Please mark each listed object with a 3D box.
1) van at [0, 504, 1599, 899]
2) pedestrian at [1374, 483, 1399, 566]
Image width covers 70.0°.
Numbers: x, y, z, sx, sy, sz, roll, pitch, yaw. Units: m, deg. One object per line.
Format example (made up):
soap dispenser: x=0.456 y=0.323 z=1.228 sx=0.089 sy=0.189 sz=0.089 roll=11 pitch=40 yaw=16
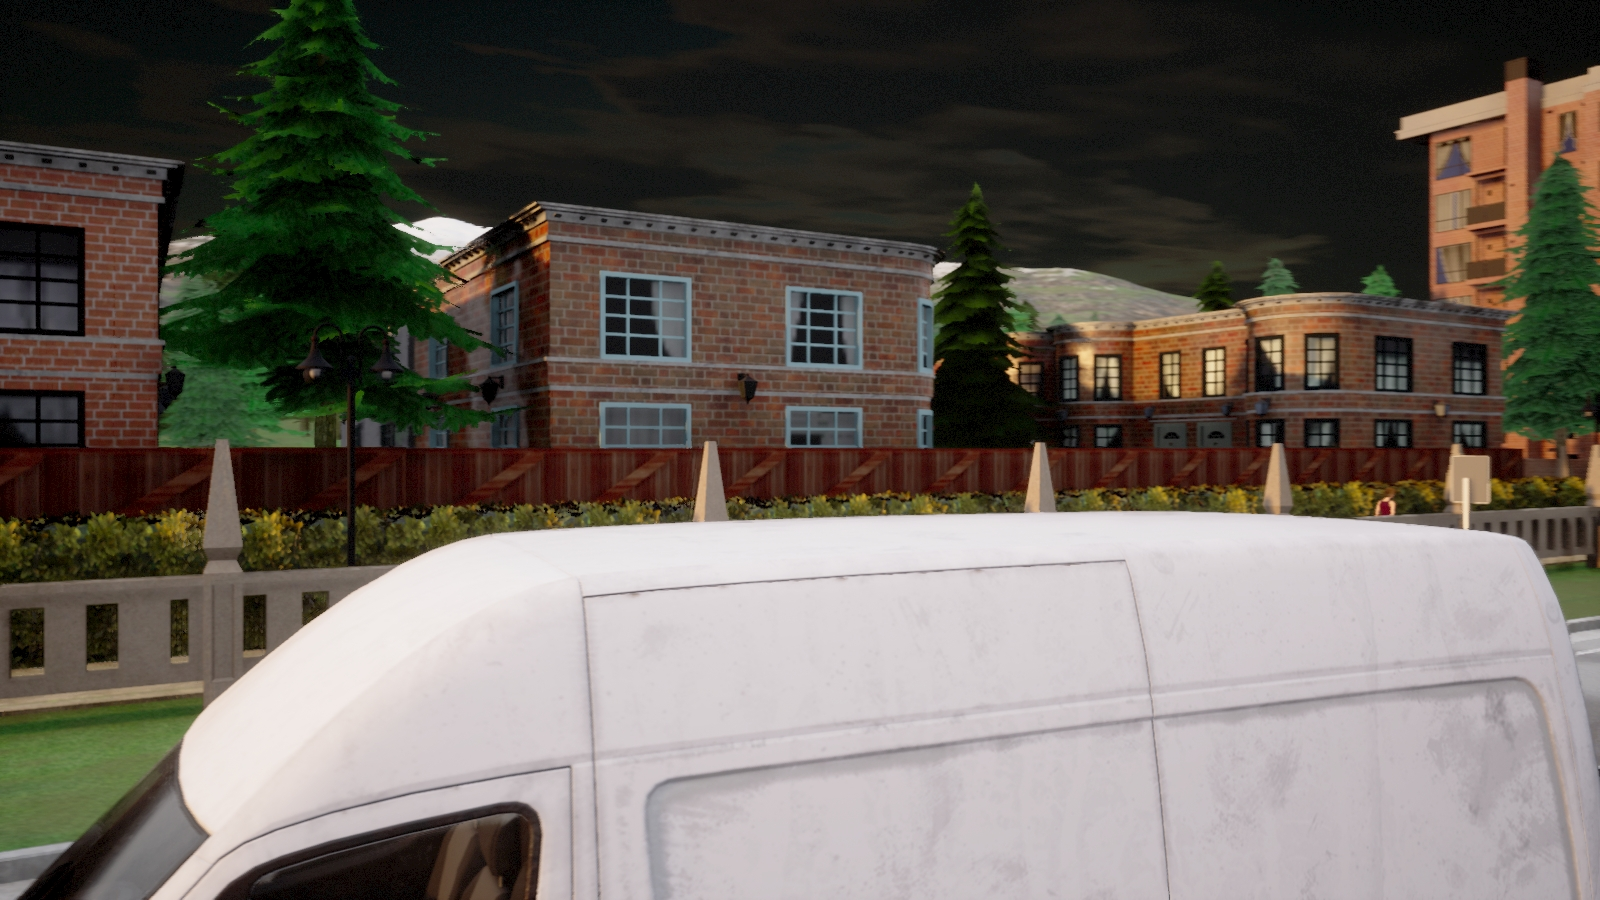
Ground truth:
van: x=-0.301 y=1.537 z=3.481 sx=5.915 sy=2.561 sz=1.988 roll=0 pitch=0 yaw=-23
pedestrian: x=13.435 y=1.704 z=26.174 sx=0.375 sy=1.860 sz=0.375 roll=0 pitch=0 yaw=-31
